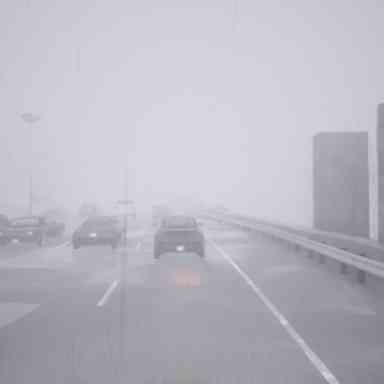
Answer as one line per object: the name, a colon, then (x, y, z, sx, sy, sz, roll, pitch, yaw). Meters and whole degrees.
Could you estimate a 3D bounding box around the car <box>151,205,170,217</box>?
car: (-3.027, 1.992, 32.953, 2.033, 1.411, 5.357, 0, -1, -10)

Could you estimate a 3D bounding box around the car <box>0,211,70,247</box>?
car: (-7.852, 1.859, 16.618, 1.895, 1.301, 4.718, 0, -1, -5)

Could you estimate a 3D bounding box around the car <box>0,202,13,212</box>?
car: (-29.500, 2.354, 51.980, 1.812, 1.442, 4.674, 0, -1, -17)

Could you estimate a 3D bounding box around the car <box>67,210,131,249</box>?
car: (-4.287, 1.795, 15.939, 1.994, 1.385, 4.181, 0, -1, -5)

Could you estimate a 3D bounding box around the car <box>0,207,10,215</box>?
car: (-11.402, 1.505, 16.941, 2.150, 2.045, 5.566, 0, 0, -6)

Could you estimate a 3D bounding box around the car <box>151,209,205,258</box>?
car: (-0.579, 1.687, 13.670, 1.837, 1.490, 4.892, 0, -1, -4)

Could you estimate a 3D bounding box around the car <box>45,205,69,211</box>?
car: (-14.112, 2.052, 34.816, 1.812, 1.442, 4.674, 0, -1, -11)

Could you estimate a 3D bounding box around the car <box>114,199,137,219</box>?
car: (-6.864, 1.703, 34.313, 2.150, 2.045, 5.566, 0, -1, -11)

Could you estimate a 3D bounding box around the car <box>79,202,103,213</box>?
car: (-10.653, 1.867, 35.325, 2.097, 1.767, 4.553, 0, -1, -11)
